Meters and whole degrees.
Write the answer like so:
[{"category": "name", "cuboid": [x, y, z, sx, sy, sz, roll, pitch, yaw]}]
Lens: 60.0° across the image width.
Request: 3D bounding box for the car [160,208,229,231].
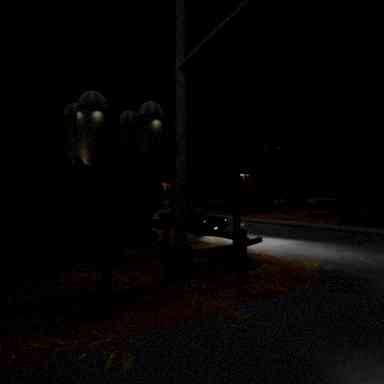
[{"category": "car", "cuboid": [0.003, 1.601, 19.365, 1.895, 1.301, 4.718, 0, 0, -35]}]
